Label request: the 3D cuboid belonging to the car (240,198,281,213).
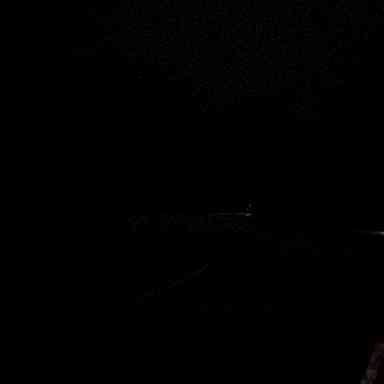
[{"bbox_3d":[7.720,1.455,37.714,4.553,1.767,2.097,0,0,-22],"label":"car"}]
